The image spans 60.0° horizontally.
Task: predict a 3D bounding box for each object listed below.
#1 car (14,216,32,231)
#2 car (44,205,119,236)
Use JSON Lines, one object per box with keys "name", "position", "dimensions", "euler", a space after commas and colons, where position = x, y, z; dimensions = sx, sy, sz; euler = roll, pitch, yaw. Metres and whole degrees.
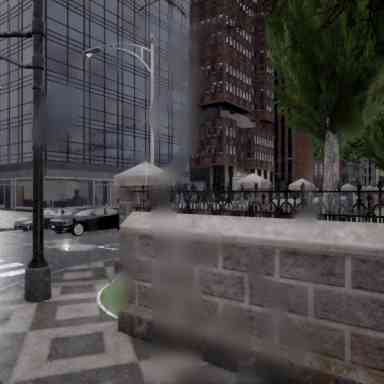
{"name": "car", "position": [-8.410, 1.631, 20.194], "dimensions": [2.008, 1.369, 4.403], "euler": [0, -1, 36]}
{"name": "car", "position": [-5.750, 1.563, 19.318], "dimensions": [1.882, 1.535, 5.008], "euler": [0, 0, 36]}
